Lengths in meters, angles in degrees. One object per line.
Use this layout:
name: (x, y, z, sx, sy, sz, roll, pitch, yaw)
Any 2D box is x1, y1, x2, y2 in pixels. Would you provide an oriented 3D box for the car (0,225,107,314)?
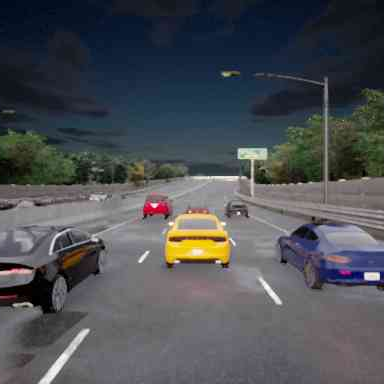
car: (-3.356, 1.502, 7.599, 2.128, 1.511, 4.902, 0, 0, 0)

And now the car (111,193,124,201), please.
car: (-15.393, 1.127, 69.808, 2.097, 1.767, 4.553, 0, 1, 3)

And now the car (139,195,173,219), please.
car: (-2.988, 1.263, 29.801, 2.150, 2.045, 5.566, 0, 0, 1)

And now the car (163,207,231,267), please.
car: (0.180, 1.495, 11.583, 1.882, 1.535, 5.008, 0, 0, 1)

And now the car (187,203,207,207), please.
car: (0.502, 1.645, 29.367, 1.895, 1.301, 4.718, 0, 0, 1)

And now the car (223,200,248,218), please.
car: (4.046, 1.554, 30.802, 1.837, 1.490, 4.892, 0, 0, 2)

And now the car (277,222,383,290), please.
car: (3.653, 1.541, 9.016, 1.812, 1.442, 4.674, 0, 0, 0)

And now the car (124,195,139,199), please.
car: (-11.984, 1.312, 68.197, 1.837, 1.490, 4.892, 0, 1, 3)

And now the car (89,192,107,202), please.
car: (-19.018, 1.040, 67.774, 2.150, 2.045, 5.566, 0, 1, 3)

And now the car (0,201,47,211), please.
car: (-13.733, 1.557, 27.900, 1.812, 1.442, 4.674, 0, 0, 1)
